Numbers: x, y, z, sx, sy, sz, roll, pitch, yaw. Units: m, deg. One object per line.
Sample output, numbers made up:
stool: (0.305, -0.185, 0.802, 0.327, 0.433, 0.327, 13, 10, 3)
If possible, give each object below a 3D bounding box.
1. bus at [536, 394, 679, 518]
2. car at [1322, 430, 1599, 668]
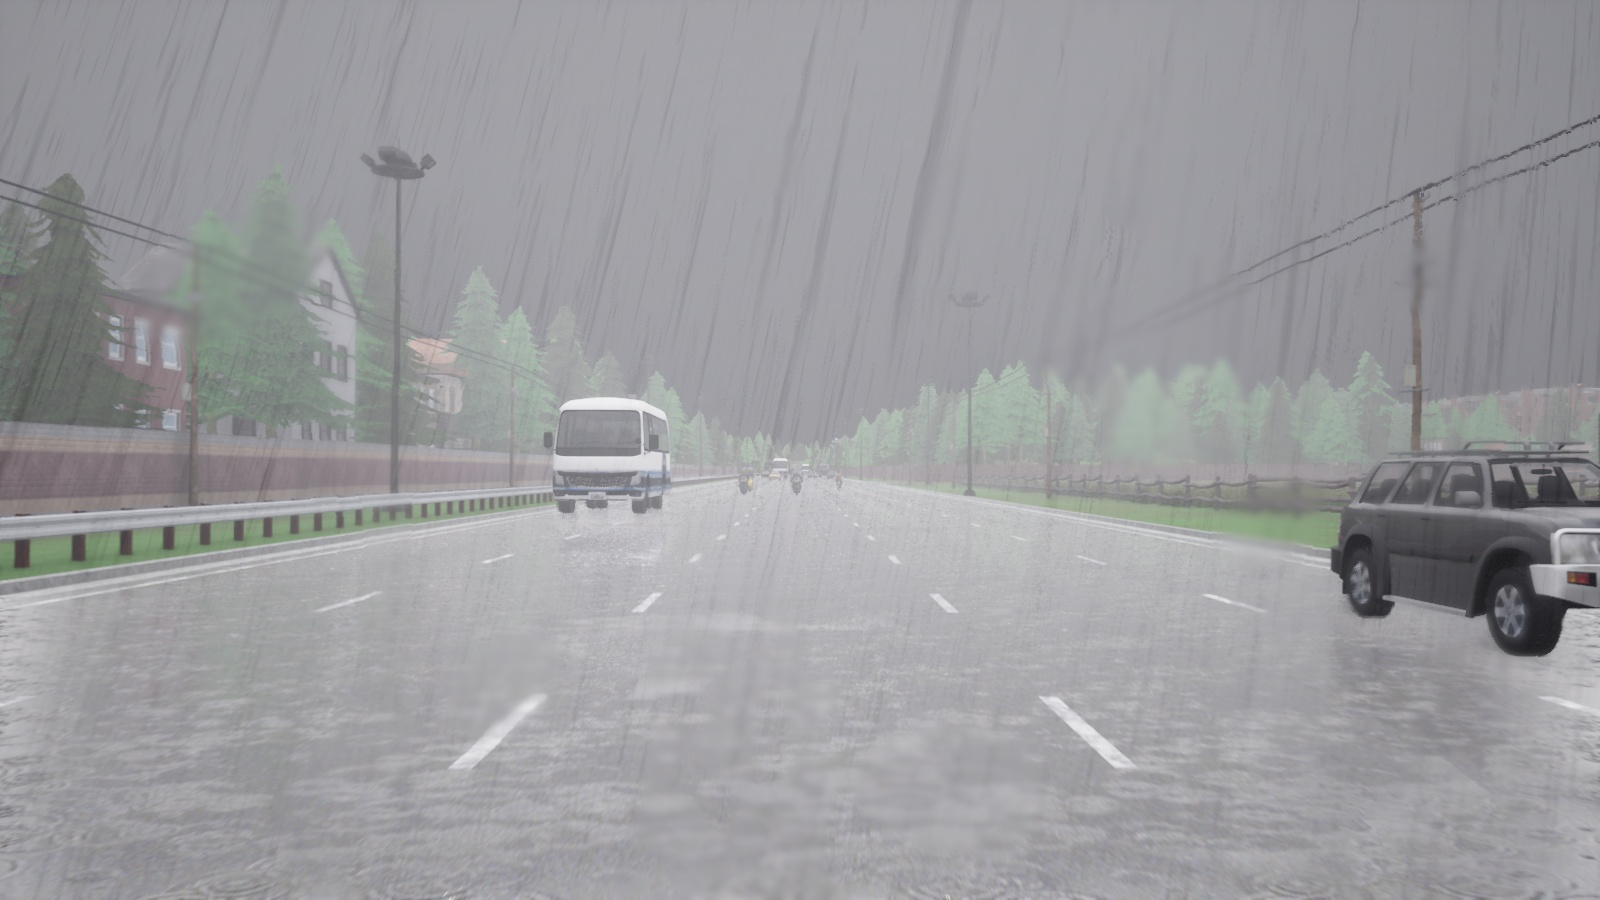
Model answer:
bus: (-7.122, 0.277, 48.396, 3.944, 4.253, 10.273, 0, -1, 0)
car: (6.970, 0.806, 12.111, 1.932, 1.855, 4.605, 0, -1, 0)
